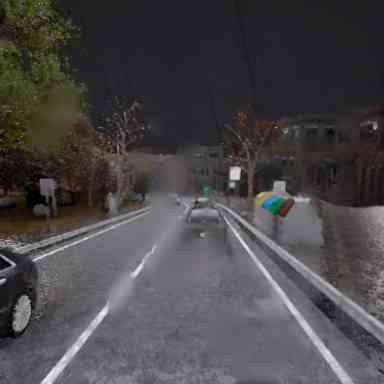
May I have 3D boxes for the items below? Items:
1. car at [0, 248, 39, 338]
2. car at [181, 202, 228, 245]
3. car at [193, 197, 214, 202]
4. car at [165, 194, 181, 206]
[{"bbox_3d":[-3.502,1.455,3.675,1.837,1.490,4.892,0,0,1],"label":"car"},{"bbox_3d":[0.565,1.400,15.027,1.837,1.490,4.892,0,0,2],"label":"car"},{"bbox_3d":[1.140,1.245,33.083,1.882,1.535,5.008,0,0,2],"label":"car"},{"bbox_3d":[-2.589,1.017,45.227,2.097,1.767,4.553,0,0,-2],"label":"car"}]
